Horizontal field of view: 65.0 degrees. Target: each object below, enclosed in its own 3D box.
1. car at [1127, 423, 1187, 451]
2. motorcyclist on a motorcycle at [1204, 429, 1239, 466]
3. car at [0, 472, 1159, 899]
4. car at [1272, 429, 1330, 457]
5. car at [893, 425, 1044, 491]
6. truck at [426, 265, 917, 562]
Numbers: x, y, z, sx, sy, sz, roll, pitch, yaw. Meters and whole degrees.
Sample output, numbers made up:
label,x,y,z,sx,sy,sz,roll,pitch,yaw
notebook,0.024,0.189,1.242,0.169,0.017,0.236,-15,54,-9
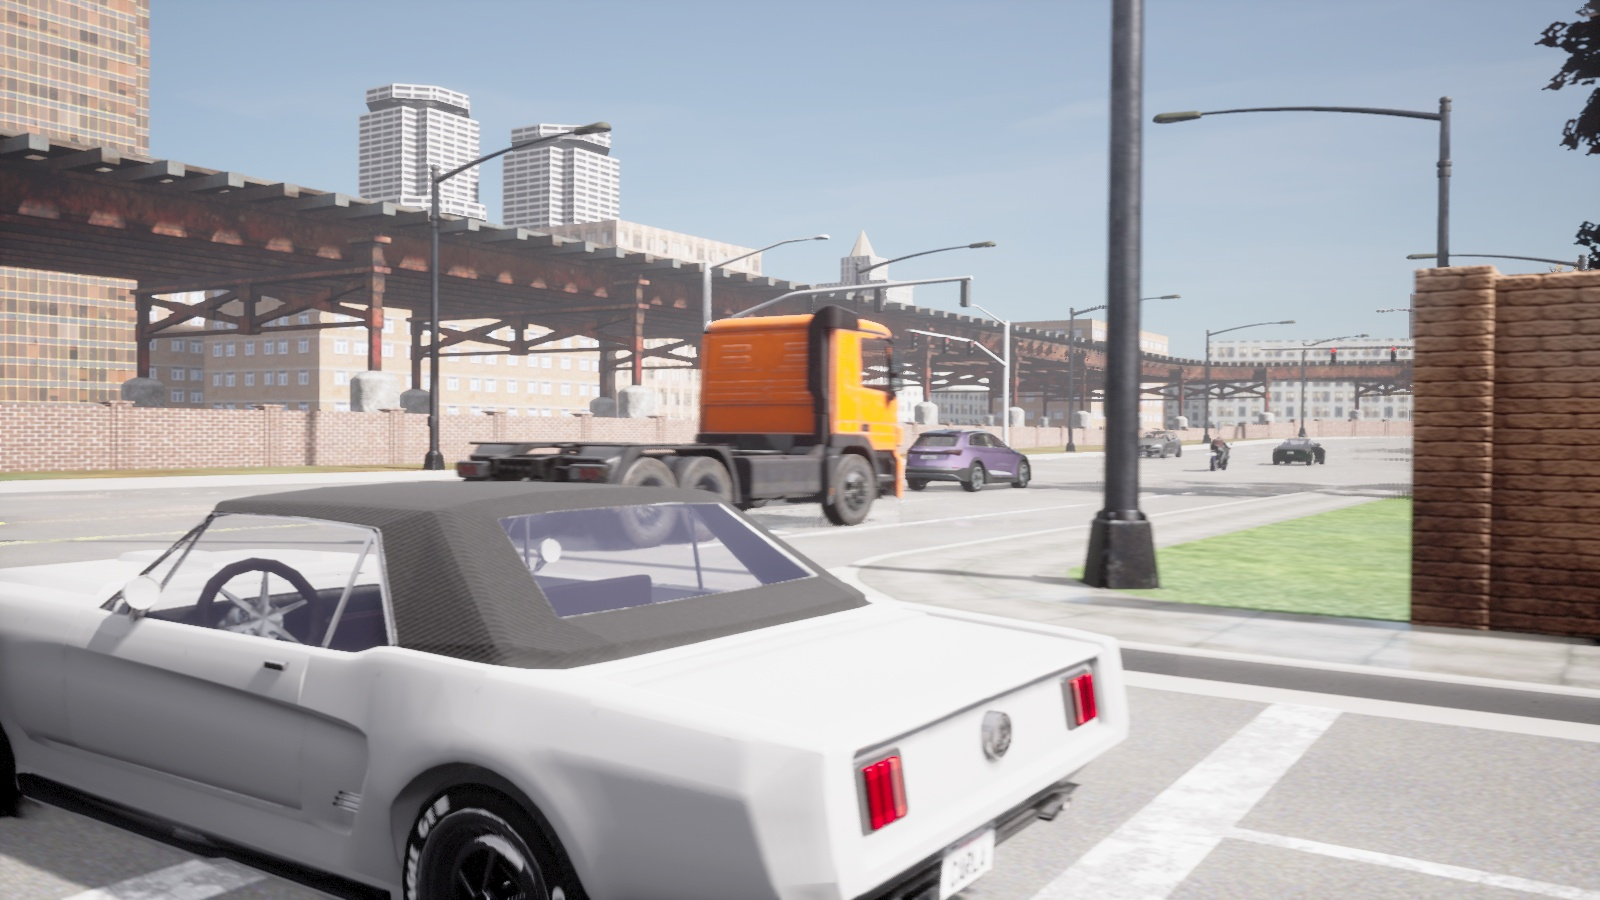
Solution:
label,x,y,z,sx,sy,sz,roll,pitch,yaw
car,22.344,-0.823,78.570,2.242,1.667,4.611,0,2,34
motorcyclist on a motorcycle,17.906,-0.136,53.317,0.866,1.530,2.191,0,1,34
car,-1.348,0.782,4.521,4.718,1.301,1.895,0,1,34
car,26.150,-0.388,65.475,1.994,1.385,4.181,0,1,34
car,4.604,0.160,33.697,2.033,1.649,4.856,0,1,34
truck,-1.420,-0.493,18.751,2.891,3.462,7.936,0,1,33
